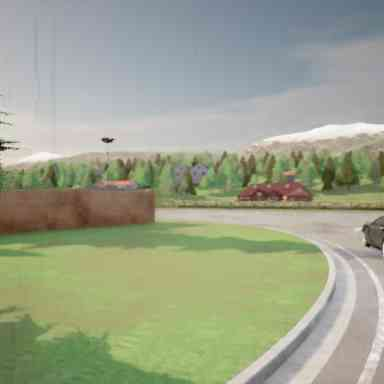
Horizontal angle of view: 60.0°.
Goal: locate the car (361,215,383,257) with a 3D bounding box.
[{"bbox_3d":[7.871,1.581,12.539,1.882,1.535,5.008,0,0,14],"label":"car"}]
